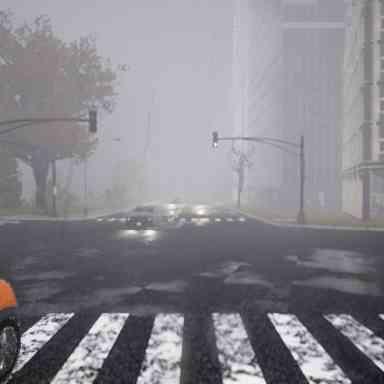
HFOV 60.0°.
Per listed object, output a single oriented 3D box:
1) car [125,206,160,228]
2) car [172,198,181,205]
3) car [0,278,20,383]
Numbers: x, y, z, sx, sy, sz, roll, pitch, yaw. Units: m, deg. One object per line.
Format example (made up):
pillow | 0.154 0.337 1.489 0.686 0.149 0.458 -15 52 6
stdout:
car | -3.270 1.664 23.183 2.033 1.411 5.357 1 -2 0
car | -3.324 1.976 71.089 1.882 1.535 5.008 0 0 0
car | -3.252 1.367 2.363 2.097 1.767 4.553 0 0 0
